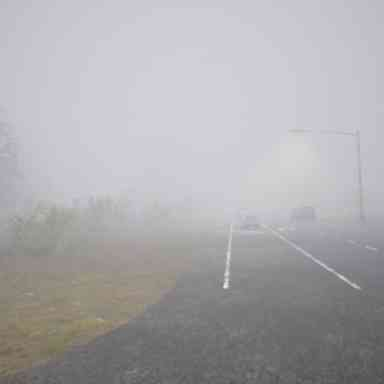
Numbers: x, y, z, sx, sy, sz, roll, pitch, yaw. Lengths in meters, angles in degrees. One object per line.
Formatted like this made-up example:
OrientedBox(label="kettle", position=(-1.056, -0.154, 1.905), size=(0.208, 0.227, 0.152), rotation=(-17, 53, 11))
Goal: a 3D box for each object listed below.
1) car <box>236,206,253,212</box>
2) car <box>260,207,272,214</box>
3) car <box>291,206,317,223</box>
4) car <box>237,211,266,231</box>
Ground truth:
OrientedBox(label="car", position=(8.803, 3.589, 57.036), size=(2.150, 2.045, 5.566), rotation=(-2, -3, 9))
OrientedBox(label="car", position=(19.211, 4.804, 84.292), size=(2.033, 1.411, 5.357), rotation=(-2, -2, 7))
OrientedBox(label="car", position=(13.773, 2.746, 41.170), size=(2.150, 2.045, 5.566), rotation=(-2, -3, 7))
OrientedBox(label="car", position=(5.496, 2.856, 31.701), size=(2.033, 1.411, 5.357), rotation=(-2, -3, 7))
